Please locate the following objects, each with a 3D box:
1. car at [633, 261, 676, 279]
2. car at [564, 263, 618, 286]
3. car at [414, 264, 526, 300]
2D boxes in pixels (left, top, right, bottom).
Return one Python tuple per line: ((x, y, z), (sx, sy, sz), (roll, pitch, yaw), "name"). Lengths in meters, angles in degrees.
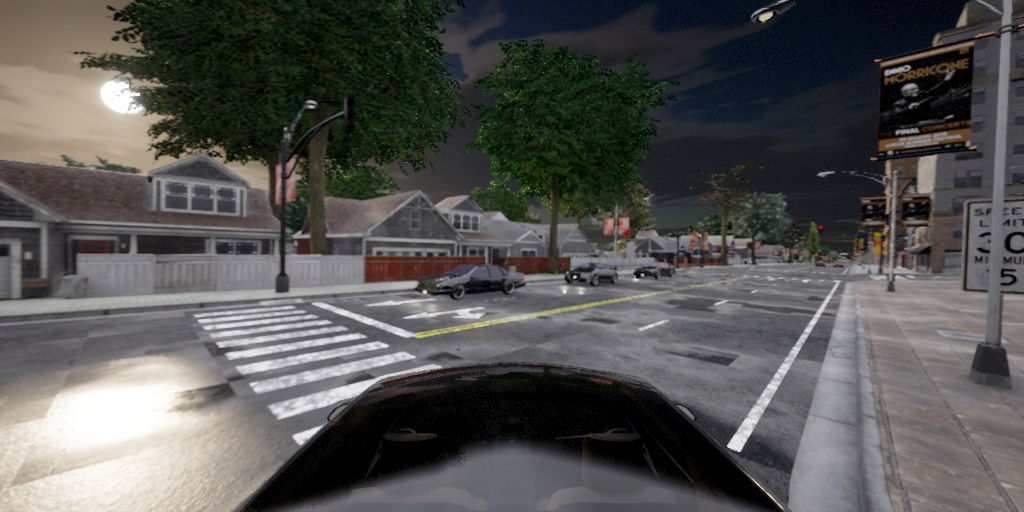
((12.449, 1.178, 30.998), (2.033, 1.411, 5.357), (2, 1, 44), "car")
((5.243, 1.134, 23.458), (1.994, 1.385, 4.181), (2, 1, 44), "car")
((-1.640, 1.063, 16.231), (2.033, 1.411, 5.357), (2, 1, 44), "car")
